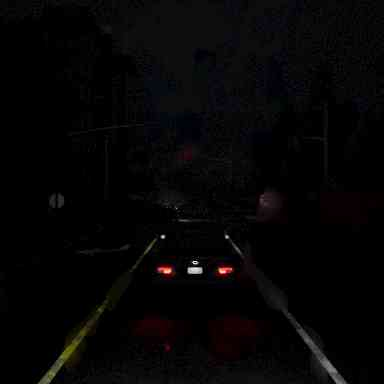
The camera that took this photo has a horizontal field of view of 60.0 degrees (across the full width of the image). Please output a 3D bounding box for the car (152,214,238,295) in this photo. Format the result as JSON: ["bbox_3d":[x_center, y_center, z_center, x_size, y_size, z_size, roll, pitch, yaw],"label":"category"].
[{"bbox_3d":[0.077,1.550,8.866,2.033,1.411,5.357,0,0,0],"label":"car"}]

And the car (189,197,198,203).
[{"bbox_3d":[0.239,1.620,69.638,1.895,1.301,4.718,0,0,0],"label":"car"}]

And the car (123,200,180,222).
[{"bbox_3d":[-3.255,1.571,26.091,4.181,1.385,1.994,0,0,-2],"label":"car"}]

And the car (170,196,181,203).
[{"bbox_3d":[-3.364,1.566,68.879,2.033,1.411,5.357,0,0,0],"label":"car"}]

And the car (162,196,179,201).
[{"bbox_3d":[-3.499,1.505,48.295,2.128,1.511,4.902,0,0,0],"label":"car"}]
